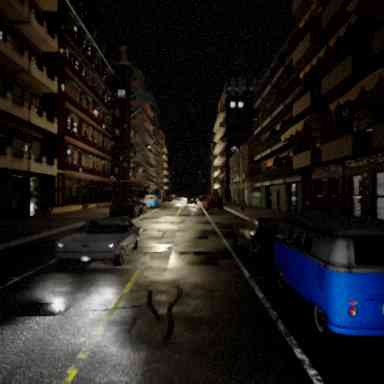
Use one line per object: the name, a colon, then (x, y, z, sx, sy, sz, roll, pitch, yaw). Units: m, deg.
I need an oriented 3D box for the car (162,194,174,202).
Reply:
car: (-5.708, 1.570, 74.091, 1.752, 1.417, 4.829, 0, 0, 0)

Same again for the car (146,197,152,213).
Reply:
car: (-5.694, 1.558, 34.626, 2.008, 1.369, 4.403, 0, 0, 0)

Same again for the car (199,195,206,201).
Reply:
car: (2.669, 1.607, 85.589, 1.887, 1.381, 4.507, 0, 0, 0)

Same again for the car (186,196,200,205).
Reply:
car: (-0.017, 1.573, 58.117, 2.033, 1.411, 5.357, 0, 0, 0)

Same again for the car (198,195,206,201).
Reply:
car: (2.667, 1.637, 91.251, 1.947, 1.339, 4.313, 0, 0, 0)

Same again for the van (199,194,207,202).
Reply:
van: (2.672, 1.395, 79.927, 1.690, 1.788, 3.998, 0, 0, 0)

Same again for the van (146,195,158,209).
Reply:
van: (-5.696, 1.355, 45.951, 1.690, 1.788, 3.998, 0, 0, 0)

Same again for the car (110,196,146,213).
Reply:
car: (-5.690, 1.320, 28.965, 2.192, 1.841, 5.009, 0, 0, 0)

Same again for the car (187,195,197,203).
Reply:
car: (-0.022, 1.458, 68.540, 1.882, 1.535, 5.008, 0, 0, 0)

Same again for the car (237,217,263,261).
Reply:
car: (2.693, 1.551, 11.982, 2.008, 1.369, 4.403, 0, 0, 0)

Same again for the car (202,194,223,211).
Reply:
car: (2.686, 1.325, 40.293, 2.192, 1.841, 5.009, 0, 0, 0)

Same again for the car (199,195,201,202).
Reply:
car: (2.678, 1.606, 57.278, 1.802, 1.307, 4.206, 0, 0, 0)

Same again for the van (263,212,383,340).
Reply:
van: (2.697, 1.341, 6.320, 1.690, 1.788, 3.998, 0, 0, 0)

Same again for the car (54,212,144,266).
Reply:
car: (-3.021, 1.601, 11.649, 1.895, 1.301, 4.718, 0, 0, 0)
